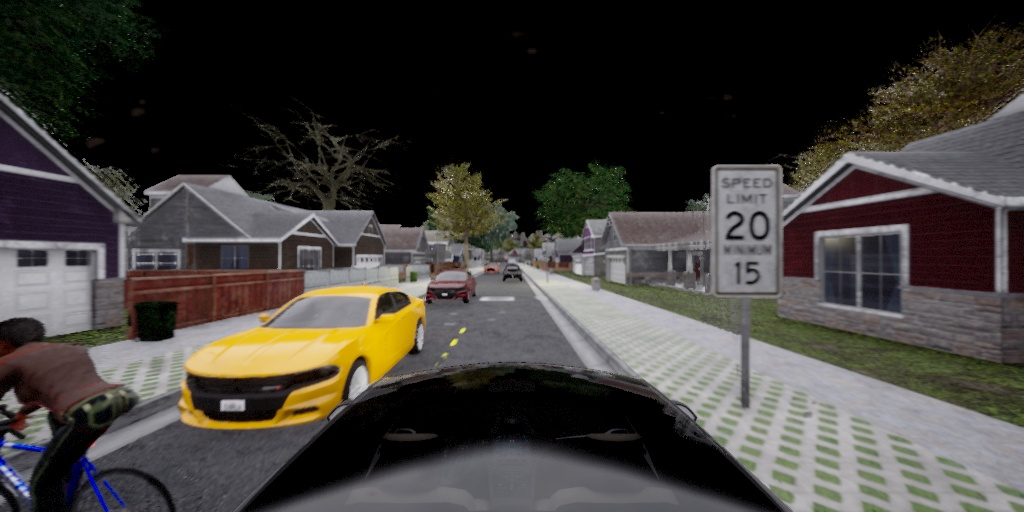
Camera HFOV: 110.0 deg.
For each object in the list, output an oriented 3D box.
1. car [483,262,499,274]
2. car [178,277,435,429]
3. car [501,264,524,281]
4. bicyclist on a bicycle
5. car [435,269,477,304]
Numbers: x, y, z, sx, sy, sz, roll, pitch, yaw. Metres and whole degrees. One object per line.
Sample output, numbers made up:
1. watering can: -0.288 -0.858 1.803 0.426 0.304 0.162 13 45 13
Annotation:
1. car: -2.897 1.622 51.133 2.097 1.767 4.553 0 0 0
2. car: -2.854 1.277 6.155 1.882 1.535 5.008 0 -1 0
3. car: 0.061 1.608 34.589 1.837 1.490 4.892 0 0 0
4. bicyclist on a bicycle: -2.924 1.210 2.235 1.656 1.620 0.582 -2 -1 0
5. car: -2.857 1.403 17.784 1.882 1.535 5.008 0 -1 0
